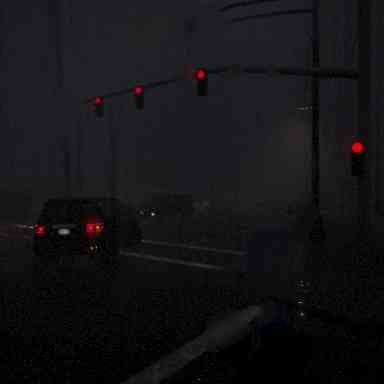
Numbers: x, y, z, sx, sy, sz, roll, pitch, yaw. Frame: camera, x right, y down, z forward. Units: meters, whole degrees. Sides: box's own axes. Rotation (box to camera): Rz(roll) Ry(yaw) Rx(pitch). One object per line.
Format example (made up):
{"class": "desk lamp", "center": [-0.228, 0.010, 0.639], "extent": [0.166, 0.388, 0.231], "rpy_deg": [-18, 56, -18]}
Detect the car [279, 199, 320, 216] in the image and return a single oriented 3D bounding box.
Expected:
{"class": "car", "center": [10.489, 1.469, 31.508], "extent": [2.033, 1.411, 5.357], "rpy_deg": [0, 0, 36]}

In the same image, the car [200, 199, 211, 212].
{"class": "car", "center": [0.255, 1.439, 35.620], "extent": [1.812, 1.442, 4.674], "rpy_deg": [0, 0, 36]}

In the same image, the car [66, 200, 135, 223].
{"class": "car", "center": [-6.959, 1.430, 25.805], "extent": [2.128, 1.511, 4.902], "rpy_deg": [0, 0, 36]}

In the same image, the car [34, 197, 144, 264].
{"class": "car", "center": [-3.422, 1.192, 11.846], "extent": [2.150, 2.045, 5.566], "rpy_deg": [-2, 0, 2]}

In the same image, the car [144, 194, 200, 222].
{"class": "car", "center": [-2.054, 1.158, 26.577], "extent": [2.150, 2.045, 5.566], "rpy_deg": [0, 0, 36]}

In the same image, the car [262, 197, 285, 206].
{"class": "car", "center": [12.974, 1.470, 52.818], "extent": [1.895, 1.301, 4.718], "rpy_deg": [0, 0, 36]}

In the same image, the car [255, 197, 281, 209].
{"class": "car", "center": [9.858, 1.495, 42.780], "extent": [1.895, 1.301, 4.718], "rpy_deg": [0, 0, 37]}
